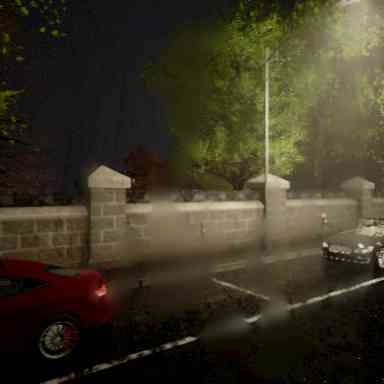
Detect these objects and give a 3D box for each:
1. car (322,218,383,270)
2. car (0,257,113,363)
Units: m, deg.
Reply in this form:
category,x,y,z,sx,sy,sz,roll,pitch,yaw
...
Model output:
category,x,y,z,sx,sy,sz,roll,pitch,yaw
car,6.026,1.547,10.862,4.403,1.369,2.008,0,0,-36
car,-3.144,1.582,4.318,4.206,1.307,1.802,0,0,-36
